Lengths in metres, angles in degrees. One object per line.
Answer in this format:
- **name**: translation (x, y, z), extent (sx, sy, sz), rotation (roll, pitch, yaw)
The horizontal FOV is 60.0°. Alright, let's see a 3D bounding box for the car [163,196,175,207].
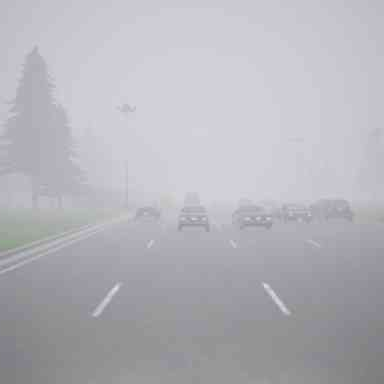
- **car**: translation (-3.469, 1.314, 47.870), extent (1.882, 1.535, 5.008), rotation (0, 0, 1)

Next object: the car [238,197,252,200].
- **car**: translation (6.996, 1.398, 44.151), extent (2.033, 1.411, 5.357), rotation (0, 0, 0)

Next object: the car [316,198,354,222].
- **car**: translation (10.594, 1.265, 25.860), extent (2.097, 1.767, 4.553), rotation (0, 0, 0)

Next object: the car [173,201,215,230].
- **car**: translation (0.093, 1.477, 20.333), extent (2.033, 1.411, 5.357), rotation (0, 0, 0)

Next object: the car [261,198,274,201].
- **car**: translation (10.512, 1.443, 46.659), extent (1.895, 1.301, 4.718), rotation (0, 0, 1)

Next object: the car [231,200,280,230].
- **car**: translation (3.593, 1.477, 20.512), extent (2.033, 1.411, 5.357), rotation (0, 0, 0)

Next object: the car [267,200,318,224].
- **car**: translation (7.093, 1.519, 24.085), extent (1.895, 1.301, 4.718), rotation (0, 0, 0)

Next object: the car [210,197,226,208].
- **car**: translation (3.494, 1.374, 44.655), extent (1.812, 1.442, 4.674), rotation (0, 0, 0)

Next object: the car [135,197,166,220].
- **car**: translation (-3.409, 1.434, 26.788), extent (1.812, 1.442, 4.674), rotation (0, 0, 0)

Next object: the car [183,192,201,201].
- **car**: translation (-0.011, 1.074, 43.714), extent (2.150, 2.045, 5.566), rotation (0, 0, 0)
